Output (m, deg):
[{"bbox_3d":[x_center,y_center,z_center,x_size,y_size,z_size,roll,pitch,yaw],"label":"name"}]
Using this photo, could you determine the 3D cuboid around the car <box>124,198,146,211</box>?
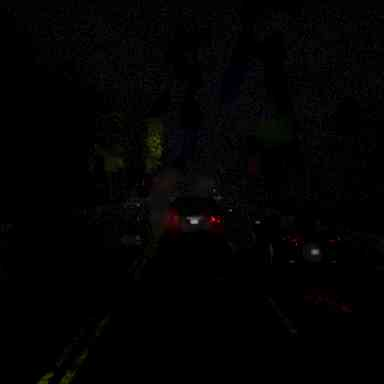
[{"bbox_3d":[-6.591,1.390,38.409,1.812,1.442,4.674,0,0,0],"label":"car"}]

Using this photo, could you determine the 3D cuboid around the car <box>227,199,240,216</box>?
[{"bbox_3d":[3.346,1.386,31.083,2.128,1.511,4.902,0,0,0],"label":"car"}]

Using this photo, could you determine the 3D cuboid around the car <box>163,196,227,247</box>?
[{"bbox_3d":[0.096,1.175,14.911,2.150,2.045,5.566,0,0,0],"label":"car"}]

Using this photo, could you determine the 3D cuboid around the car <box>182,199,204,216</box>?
[{"bbox_3d":[0.097,1.457,31.578,1.994,1.385,4.181,0,0,0],"label":"car"}]

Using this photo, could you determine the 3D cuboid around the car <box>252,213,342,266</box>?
[{"bbox_3d":[3.335,1.443,11.464,1.882,1.535,5.008,0,1,0],"label":"car"}]

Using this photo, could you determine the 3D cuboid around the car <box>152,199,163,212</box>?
[{"bbox_3d":[-3.343,1.469,37.614,1.895,1.301,4.718,0,0,0],"label":"car"}]
